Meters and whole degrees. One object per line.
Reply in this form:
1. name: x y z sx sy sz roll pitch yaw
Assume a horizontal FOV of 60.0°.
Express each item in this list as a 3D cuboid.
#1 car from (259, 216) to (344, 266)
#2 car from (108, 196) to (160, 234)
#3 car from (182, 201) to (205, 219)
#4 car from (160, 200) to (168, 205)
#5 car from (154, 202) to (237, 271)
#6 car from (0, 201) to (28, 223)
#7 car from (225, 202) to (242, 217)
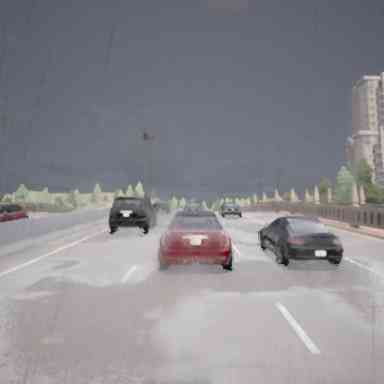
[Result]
1. car: 3.602 1.558 11.614 1.812 1.442 4.674 0 0 0
2. car: -3.397 1.276 19.867 2.150 2.045 5.566 0 0 0
3. car: 0.105 1.638 31.799 2.033 1.411 5.357 0 0 0
4. car: -3.394 1.706 38.188 1.837 1.490 4.892 0 -2 0
5. car: 0.102 1.382 11.204 2.097 1.767 4.553 0 0 0
6. car: -10.596 1.400 17.567 2.097 1.767 4.553 0 0 0
7. car: 3.610 1.638 31.810 2.033 1.411 5.357 0 0 0
